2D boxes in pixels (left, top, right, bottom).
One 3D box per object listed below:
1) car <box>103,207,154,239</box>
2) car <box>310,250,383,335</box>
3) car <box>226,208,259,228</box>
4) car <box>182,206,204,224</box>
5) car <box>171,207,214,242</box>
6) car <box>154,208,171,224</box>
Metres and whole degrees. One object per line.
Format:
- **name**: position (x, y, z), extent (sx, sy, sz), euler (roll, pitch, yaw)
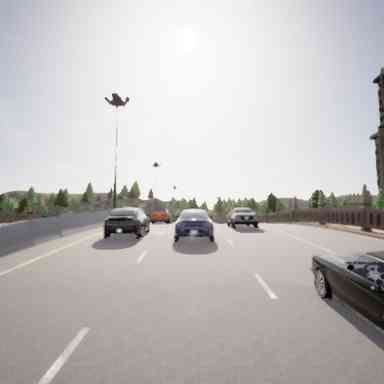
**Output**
- **car**: position (-3.394, 1.603, 17.931), extent (1.837, 1.490, 4.892), euler (0, -1, 0)
- **car**: position (3.602, 1.606, 5.491), extent (1.895, 1.301, 4.718), euler (0, 0, 0)
- **car**: position (3.608, 1.887, 24.396), extent (2.033, 1.411, 5.357), euler (0, -3, 0)
- **car**: position (0.112, 2.424, 34.940), extent (2.097, 1.767, 4.553), euler (0, -5, 0)
- **car**: position (0.106, 1.596, 16.661), extent (1.812, 1.442, 4.674), euler (0, -1, 0)
- **car**: position (-3.387, 2.580, 36.618), extent (2.097, 1.767, 4.553), euler (0, -5, 0)
